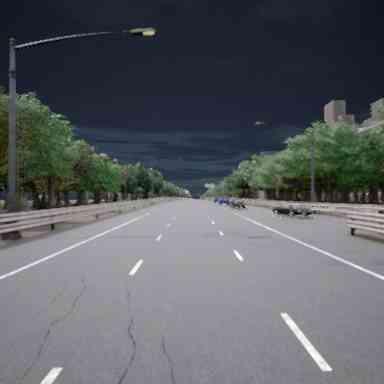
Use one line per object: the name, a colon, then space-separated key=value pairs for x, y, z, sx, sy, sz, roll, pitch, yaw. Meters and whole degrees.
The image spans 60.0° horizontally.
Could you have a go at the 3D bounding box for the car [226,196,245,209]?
car: x=7.178 y=1.902 z=53.241 sx=1.837 sy=1.490 sz=4.892 roll=-1 pitch=-1 yaw=-4

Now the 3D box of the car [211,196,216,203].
car: x=7.022 y=1.965 z=89.553 sx=2.150 sy=2.045 sz=5.566 roll=0 pitch=-1 yaw=0

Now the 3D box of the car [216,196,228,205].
car: x=6.992 y=1.822 z=72.535 sx=2.150 sy=2.045 sz=5.566 roll=0 pitch=0 yaw=0

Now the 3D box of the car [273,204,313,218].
car: x=10.300 y=1.894 z=34.504 sx=1.895 sy=1.301 sz=4.718 roll=0 pitch=0 yaw=-17
